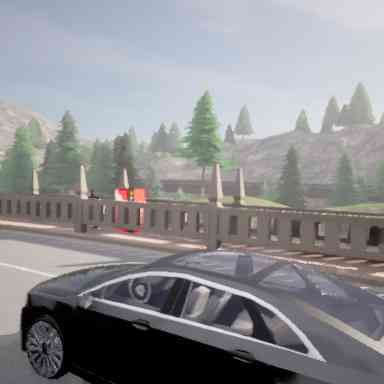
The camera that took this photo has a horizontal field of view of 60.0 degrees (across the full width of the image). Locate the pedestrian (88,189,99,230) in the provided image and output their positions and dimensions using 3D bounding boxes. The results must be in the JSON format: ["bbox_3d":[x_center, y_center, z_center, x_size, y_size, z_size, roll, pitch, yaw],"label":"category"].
[{"bbox_3d":[-4.367,0.736,14.692,0.375,1.860,0.375,3,2,28],"label":"pedestrian"}]

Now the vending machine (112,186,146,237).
[{"bbox_3d":[-2.778,0.829,14.714,0.880,2.100,1.100,3,1,29],"label":"vending machine"}]

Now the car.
[{"bbox_3d":[0.065,1.422,3.674,4.902,1.511,2.128,2,1,34],"label":"car"}]
